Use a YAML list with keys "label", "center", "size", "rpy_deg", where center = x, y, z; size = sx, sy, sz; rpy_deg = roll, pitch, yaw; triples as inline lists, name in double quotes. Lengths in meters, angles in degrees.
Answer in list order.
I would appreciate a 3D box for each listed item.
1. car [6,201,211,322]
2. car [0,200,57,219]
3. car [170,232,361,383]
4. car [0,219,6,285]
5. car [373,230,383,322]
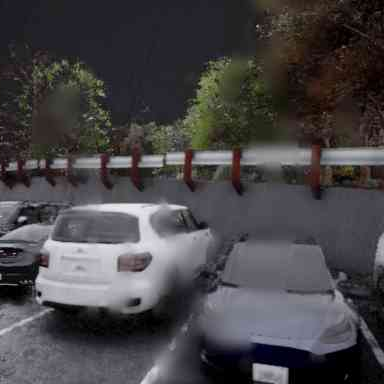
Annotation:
- label: "car"
  center: [-0.980, 1.271, 7.603]
  size: [2.435, 2.045, 5.566]
  rpy_deg: [0, -1, 15]
- label: "car"
  center: [-5.919, 1.312, 11.059]
  size: [2.435, 2.045, 5.566]
  rpy_deg: [0, -1, 16]
- label: "car"
  center: [1.461, 1.530, 5.781]
  size: [2.163, 1.488, 4.792]
  rpy_deg: [0, -1, 16]
- label: "car"
  center: [-3.463, 1.544, 9.321]
  size: [2.231, 1.521, 4.892]
  rpy_deg: [0, -1, 16]
- label: "car"
  center: [3.923, 1.228, 4.029]
  size: [2.435, 2.045, 5.566]
  rpy_deg: [0, -1, 16]
